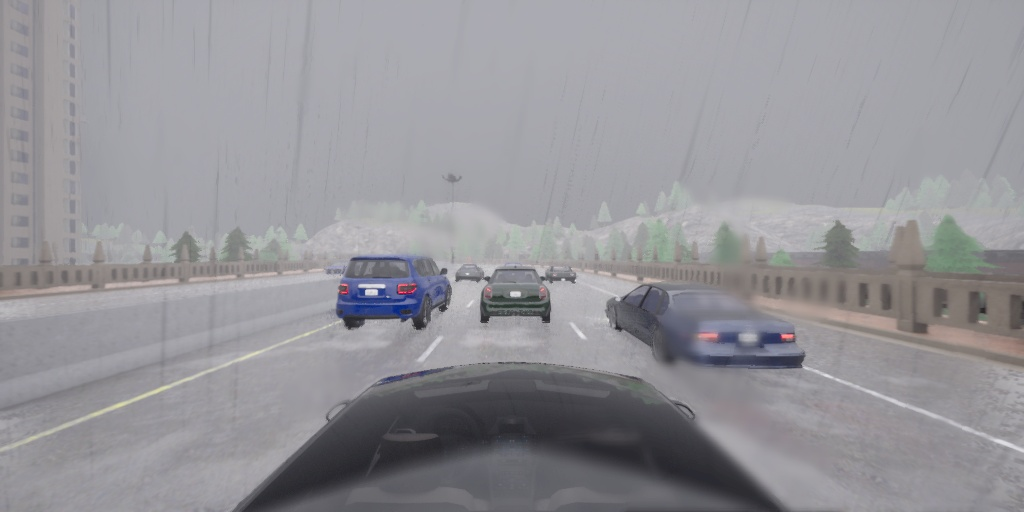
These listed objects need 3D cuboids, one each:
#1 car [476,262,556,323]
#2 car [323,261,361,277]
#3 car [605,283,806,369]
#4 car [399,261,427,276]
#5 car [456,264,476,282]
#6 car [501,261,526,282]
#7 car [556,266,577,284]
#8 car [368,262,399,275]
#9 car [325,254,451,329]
[{"bbox_3d":[0.105,1.107,12.317,2.097,1.767,4.553,0,0,0],"label":"car"},{"bbox_3d":[-17.808,1.282,37.790,1.882,1.535,5.008,0,0,-3],"label":"car"},{"bbox_3d":[3.598,1.298,7.951,2.033,1.411,5.357,0,0,0],"label":"car"},{"bbox_3d":[-10.946,1.301,39.914,2.128,1.511,4.902,0,0,-4],"label":"car"},{"bbox_3d":[-3.389,1.345,29.307,1.994,1.385,4.181,0,0,0],"label":"car"},{"bbox_3d":[0.108,1.260,30.311,1.882,1.535,5.008,0,0,0],"label":"car"},{"bbox_3d":[3.611,1.377,27.431,1.895,1.301,4.718,0,0,0],"label":"car"},{"bbox_3d":[-14.448,1.361,40.631,2.033,1.411,5.357,0,0,-4],"label":"car"},{"bbox_3d":[-3.395,0.975,11.356,2.150,2.045,5.566,0,0,0],"label":"car"}]
